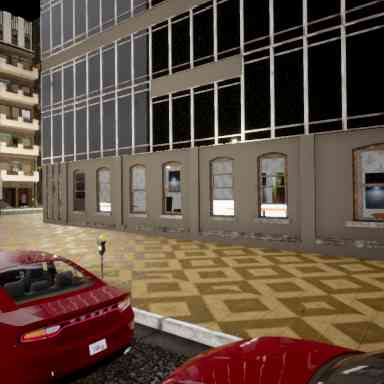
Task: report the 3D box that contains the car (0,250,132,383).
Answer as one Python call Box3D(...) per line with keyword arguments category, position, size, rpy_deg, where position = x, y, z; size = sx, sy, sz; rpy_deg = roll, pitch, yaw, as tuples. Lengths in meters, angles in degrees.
Box3D(category="car", position=(-2.832, 1.546, 4.912), size=(4.507, 1.381, 1.887), rpy_deg=(0, -1, 36))

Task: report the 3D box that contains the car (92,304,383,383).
Box3D(category="car", position=(1.738, 1.545, 1.645), size=(4.507, 1.381, 1.887), rpy_deg=(0, -1, 36))
